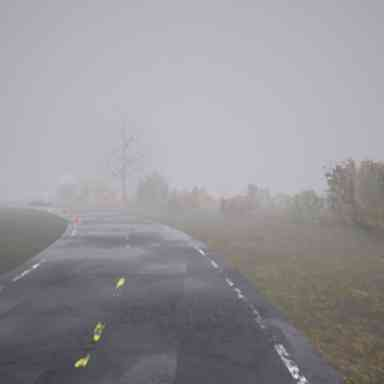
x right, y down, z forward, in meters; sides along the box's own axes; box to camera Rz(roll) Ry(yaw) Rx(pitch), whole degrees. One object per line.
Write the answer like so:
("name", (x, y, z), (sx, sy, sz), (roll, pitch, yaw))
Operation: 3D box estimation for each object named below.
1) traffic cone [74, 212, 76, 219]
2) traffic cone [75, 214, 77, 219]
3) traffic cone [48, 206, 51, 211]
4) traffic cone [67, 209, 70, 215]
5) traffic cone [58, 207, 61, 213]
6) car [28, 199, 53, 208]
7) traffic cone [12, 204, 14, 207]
("traffic cone", (-10.049, 2.020, 28.660), (0.340, 0.580, 0.340), (0, 0, -25))
("traffic cone", (-8.164, 2.014, 24.226), (0.340, 0.580, 0.340), (0, 0, -21))
("traffic cone", (-17.575, 2.019, 40.968), (0.340, 0.580, 0.340), (1, 0, -38))
("traffic cone", (-12.253, 2.023, 32.943), (0.340, 0.580, 0.340), (1, 0, -29))
("traffic cone", (-14.767, 2.023, 37.054), (0.340, 0.580, 0.340), (1, 0, -34))
("car", (-22.560, 1.670, 49.466), (4.718, 1.301, 1.895), (0, -1, 44))
("traffic cone", (-27.610, 1.985, 51.332), (0.340, 0.580, 0.340), (0, -1, 40))
